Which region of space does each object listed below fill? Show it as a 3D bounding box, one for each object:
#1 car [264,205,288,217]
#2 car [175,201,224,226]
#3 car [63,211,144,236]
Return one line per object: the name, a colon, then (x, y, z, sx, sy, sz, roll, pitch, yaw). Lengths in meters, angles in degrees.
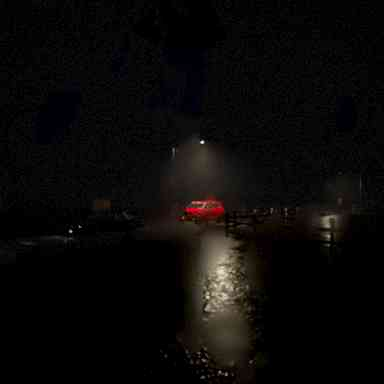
car: (11.475, 2.605, 45.028, 1.837, 1.490, 4.892, -1, -2, 36)
car: (0.838, 1.869, 30.127, 2.150, 2.045, 5.566, -1, -2, 35)
car: (-5.428, 1.940, 21.294, 2.033, 1.411, 5.357, -1, -2, 35)
